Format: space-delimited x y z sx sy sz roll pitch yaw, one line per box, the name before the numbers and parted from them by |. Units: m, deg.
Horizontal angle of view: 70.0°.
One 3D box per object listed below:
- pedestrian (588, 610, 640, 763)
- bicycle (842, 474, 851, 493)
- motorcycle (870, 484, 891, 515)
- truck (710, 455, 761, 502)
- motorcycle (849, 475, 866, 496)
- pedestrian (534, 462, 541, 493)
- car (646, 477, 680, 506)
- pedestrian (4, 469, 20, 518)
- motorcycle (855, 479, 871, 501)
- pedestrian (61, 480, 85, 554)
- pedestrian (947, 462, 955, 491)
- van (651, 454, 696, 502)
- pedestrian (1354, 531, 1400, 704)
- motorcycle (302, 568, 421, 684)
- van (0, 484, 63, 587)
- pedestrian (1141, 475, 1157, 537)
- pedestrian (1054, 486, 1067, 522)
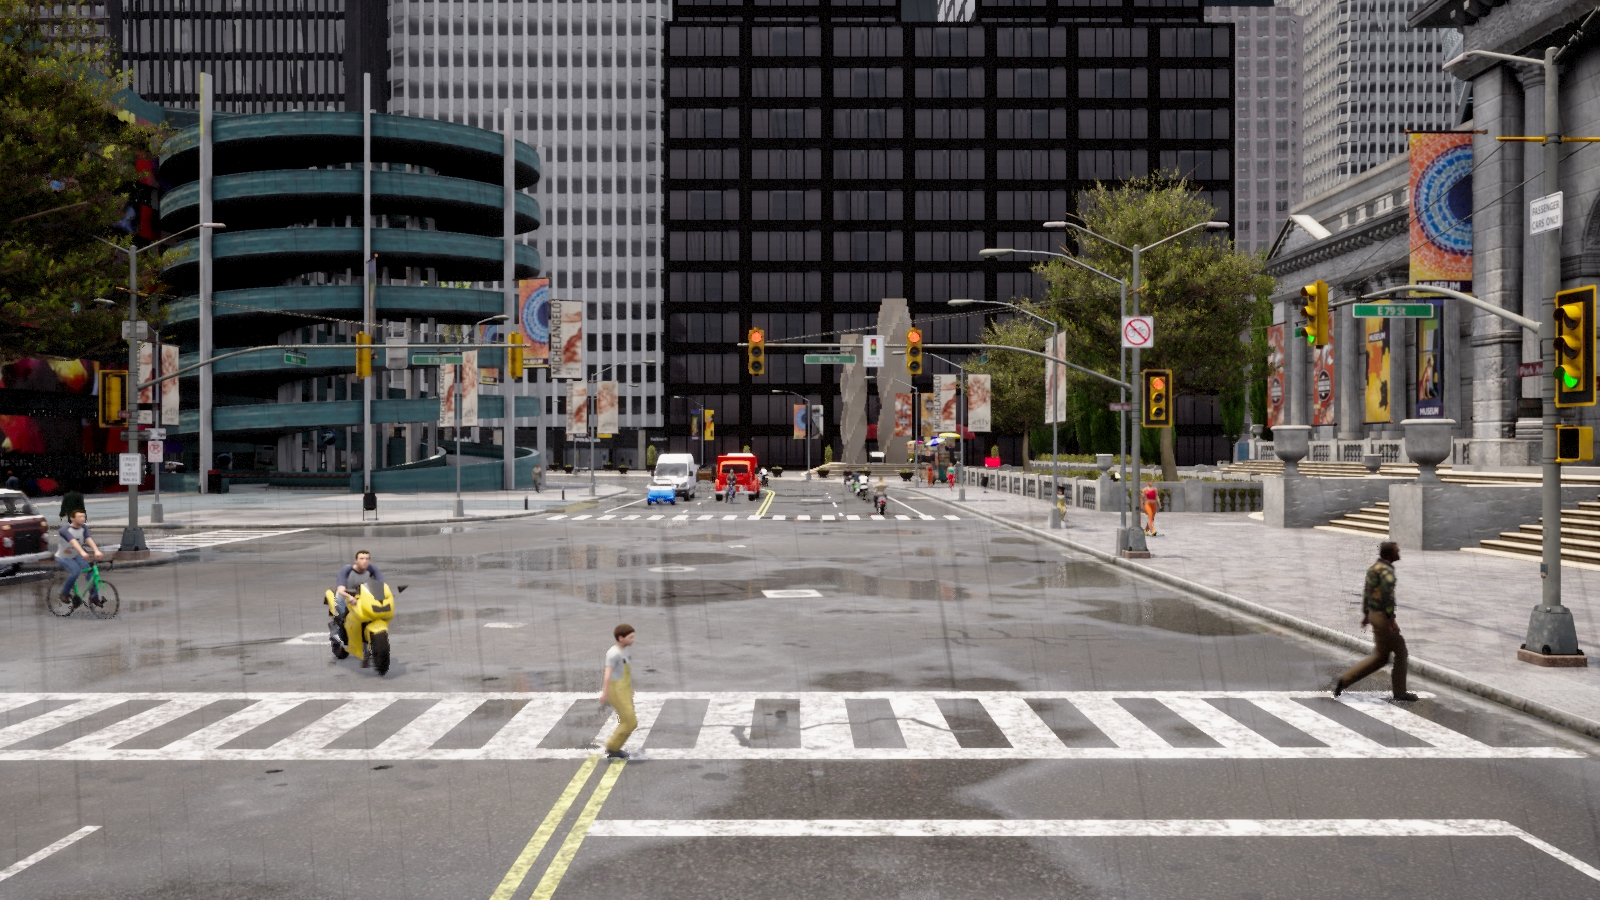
pedestrian | -1.680 2.124 10.340 0.375 1.300 0.375 0 0 6
bicycle | 3.075 2.181 75.303 0.329 1.171 1.835 0 0 -7
motorcycle | 3.509 2.150 50.009 0.764 1.277 2.356 0 0 0
truck | -3.541 1.543 64.074 2.627 2.467 5.204 0 0 -1
motorcycle | 3.472 2.155 69.304 0.856 1.236 1.805 -1 0 -2
pedestrian | -15.947 1.670 69.429 0.375 1.860 0.375 0 0 -9
car | -6.988 2.098 58.266 1.481 1.376 2.207 0 0 0
pedestrian | -30.492 1.679 44.203 0.375 1.860 0.375 0 0 5
motorcycle | 3.474 2.188 63.223 0.803 1.145 2.033 0 0 0
pedestrian | -18.399 1.692 28.923 0.375 1.860 0.375 0 0 2
pedestrian | 9.500 1.669 71.987 0.375 1.860 0.375 0 0 -12
van | -7.042 1.510 64.165 1.988 2.561 5.915 0 0 -1
pedestrian | 6.399 1.842 12.679 0.375 1.860 0.375 0 0 12
motorcycle | -5.658 2.206 14.662 0.803 1.145 2.033 0 1 -40
van | -18.517 1.776 24.178 4.480 2.038 2.069 0 0 -1
pedestrian | 10.590 1.683 34.651 0.375 1.860 0.375 0 0 -1
pedestrian | 9.499 1.960 41.617 0.375 1.300 0.375 0 0 -5
